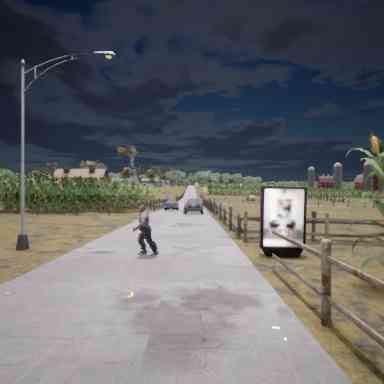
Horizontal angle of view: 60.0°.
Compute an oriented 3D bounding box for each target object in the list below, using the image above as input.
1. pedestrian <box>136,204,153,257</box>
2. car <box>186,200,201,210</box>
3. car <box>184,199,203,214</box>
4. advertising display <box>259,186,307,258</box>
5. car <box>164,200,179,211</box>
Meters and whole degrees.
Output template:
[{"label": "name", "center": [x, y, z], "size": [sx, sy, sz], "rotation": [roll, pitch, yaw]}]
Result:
[{"label": "pedestrian", "center": [-1.646, 1.303, 11.512], "size": [0.375, 1.860, 0.375], "rotation": [-1, 1, -10]}, {"label": "car", "center": [0.189, 1.861, 48.906], "size": [2.033, 1.411, 5.357], "rotation": [0, -1, 0]}, {"label": "car", "center": [0.187, 1.548, 38.241], "size": [2.097, 1.767, 4.553], "rotation": [0, -1, 0]}, {"label": "advertising display", "center": [3.180, 1.035, 11.650], "size": [1.540, 2.440, 0.280], "rotation": [1, 1, 0]}, {"label": "car", "center": [-2.733, 1.819, 45.104], "size": [2.033, 1.411, 5.357], "rotation": [0, -1, 0]}]
